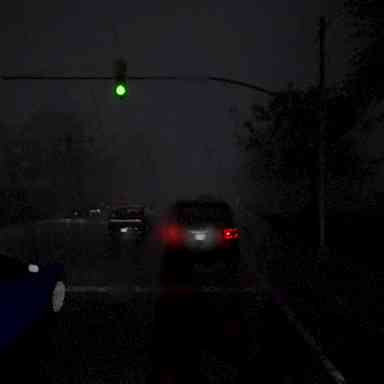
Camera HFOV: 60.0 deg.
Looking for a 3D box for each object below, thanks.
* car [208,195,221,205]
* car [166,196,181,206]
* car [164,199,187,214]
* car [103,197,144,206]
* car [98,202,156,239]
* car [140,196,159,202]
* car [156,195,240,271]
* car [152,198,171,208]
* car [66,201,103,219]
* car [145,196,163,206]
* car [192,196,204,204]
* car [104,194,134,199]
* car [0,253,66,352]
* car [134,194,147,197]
[{"bbox_3d":[4.166,1.447,62.152,2.097,1.767,4.553,0,0,8],"label":"car"},{"bbox_3d":[-3.239,1.568,59.679,1.882,1.535,5.008,0,0,7],"label":"car"},{"bbox_3d":[-1.792,1.604,37.335,2.033,1.411,5.357,0,0,4],"label":"car"},{"bbox_3d":[-6.060,1.522,30.041,1.882,1.535,5.008,0,0,4],"label":"car"},{"bbox_3d":[-2.998,1.519,17.510,2.128,1.511,4.902,0,0,2],"label":"car"},{"bbox_3d":[-5.377,1.584,39.334,1.812,1.442,4.674,0,0,5],"label":"car"},{"bbox_3d":[0.293,1.240,11.156,2.150,2.045,5.566,0,0,1],"label":"car"},{"bbox_3d":[-4.409,1.638,49.367,1.994,1.385,4.181,0,0,6],"label":"car"},{"bbox_3d":[-9.583,1.607,29.774,1.994,1.385,4.181,0,0,4],"label":"car"},{"bbox_3d":[-6.759,1.582,59.728,2.128,1.511,4.902,0,0,7],"label":"car"},{"bbox_3d":[1.189,1.625,65.563,1.812,1.442,4.674,0,0,8],"label":"car"},{"bbox_3d":[-8.912,1.279,39.107,2.150,2.045,5.566,0,0,5],"label":"car"},{"bbox_3d":[-3.341,1.484,4.392,1.882,1.535,5.008,0,0,0],"label":"car"},{"bbox_3d":[-7.916,1.295,49.422,2.150,2.045,5.566,0,0,6],"label":"car"}]
